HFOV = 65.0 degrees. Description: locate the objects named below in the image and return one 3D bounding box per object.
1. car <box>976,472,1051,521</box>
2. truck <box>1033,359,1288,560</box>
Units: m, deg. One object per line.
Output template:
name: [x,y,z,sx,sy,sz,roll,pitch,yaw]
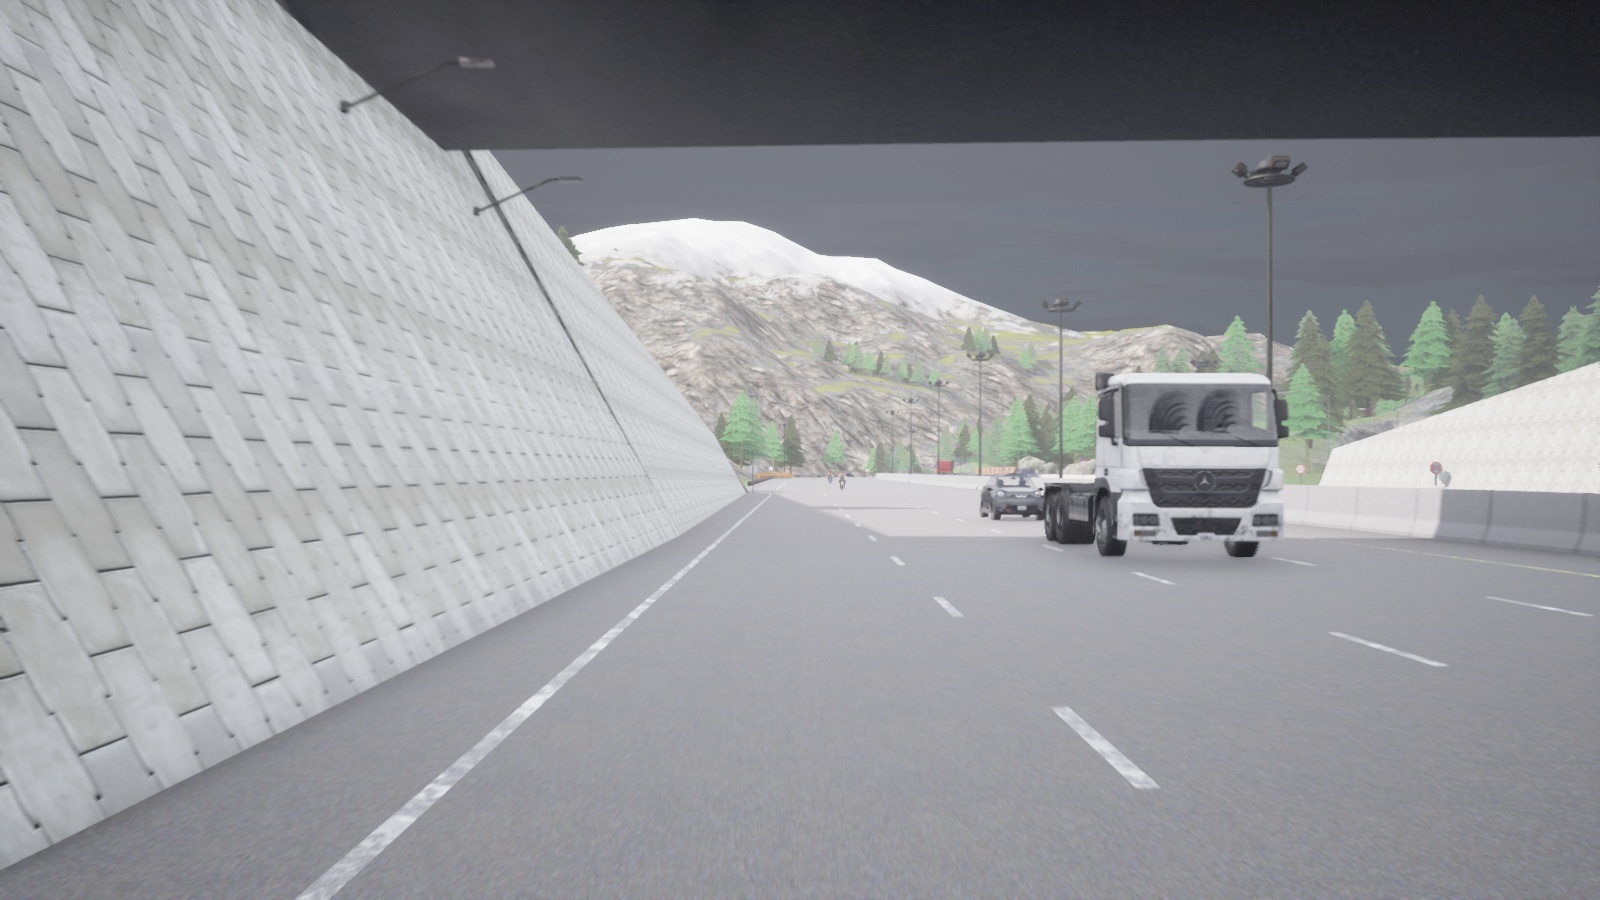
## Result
car: [6.937,1.488,41.149,1.845,1.501,3.633,0,-1,0]
truck: [6.952,0.233,25.636,2.891,3.462,7.936,0,-1,0]
